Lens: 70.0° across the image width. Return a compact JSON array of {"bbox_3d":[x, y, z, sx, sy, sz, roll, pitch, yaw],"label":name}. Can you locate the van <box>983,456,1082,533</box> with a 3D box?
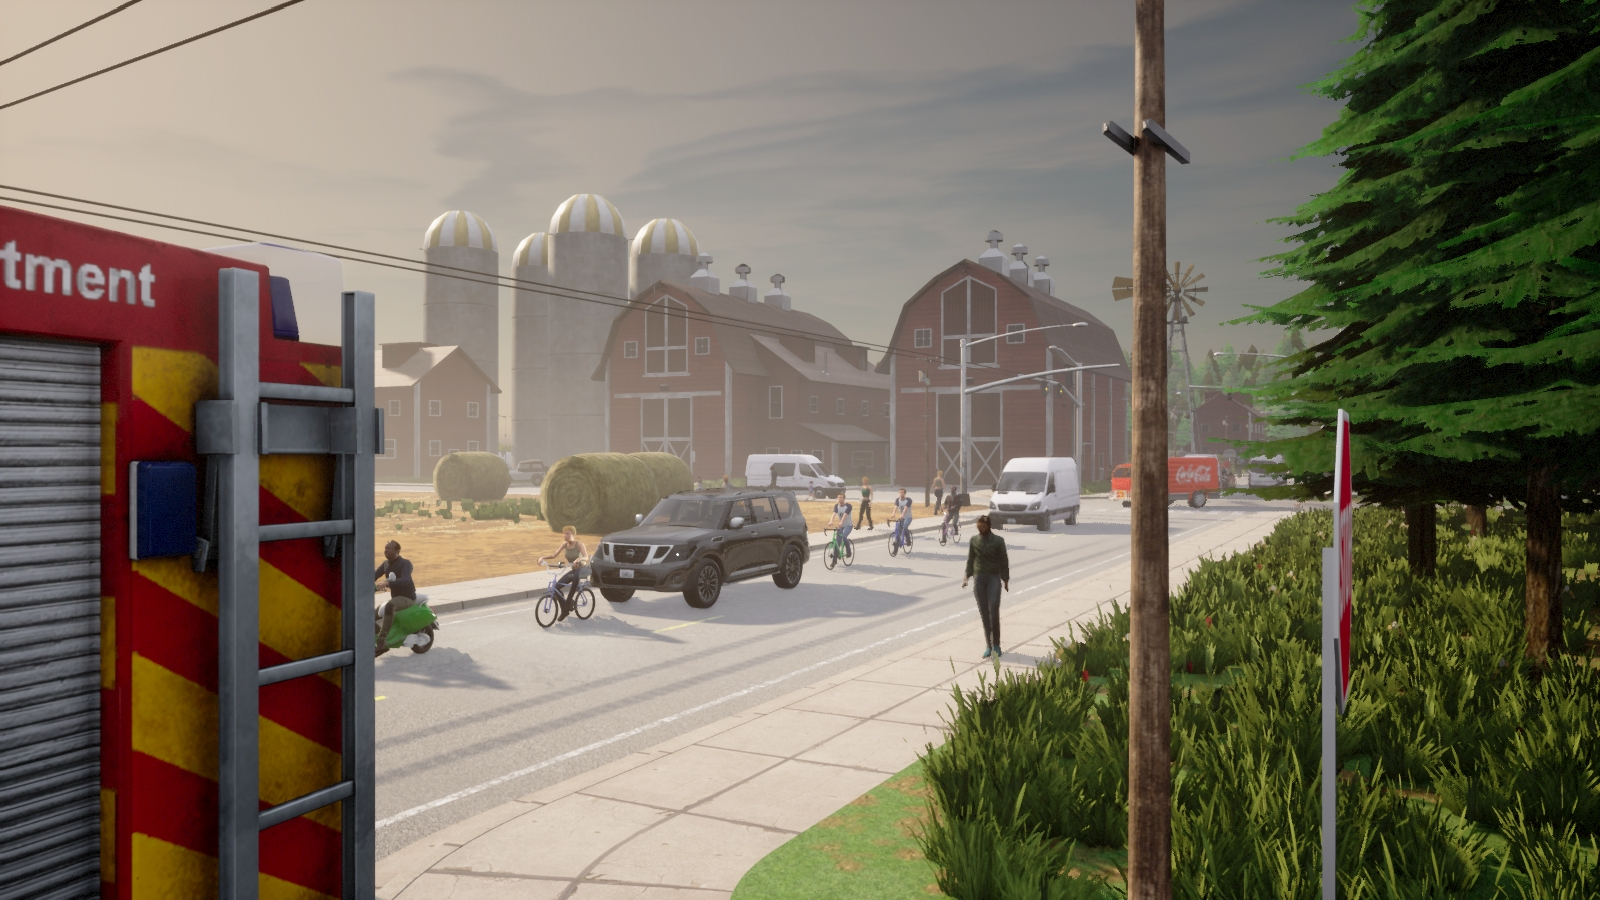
[{"bbox_3d":[8.615,1.534,41.883,1.988,2.561,5.915,0,0,28],"label":"van"}]

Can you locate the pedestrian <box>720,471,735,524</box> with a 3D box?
[{"bbox_3d":[-2.571,1.677,40.479,0.375,1.860,0.375,0,0,32],"label":"pedestrian"}]

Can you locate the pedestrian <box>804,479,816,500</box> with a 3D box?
[{"bbox_3d":[0.521,2.049,59.118,0.500,1.100,0.500,0,0,12],"label":"pedestrian"}]

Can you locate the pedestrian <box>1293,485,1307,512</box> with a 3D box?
[{"bbox_3d":[21.409,2.068,48.888,0.500,1.100,0.500,0,0,17],"label":"pedestrian"}]

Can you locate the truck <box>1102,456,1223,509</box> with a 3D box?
[{"bbox_3d":[17.677,1.551,55.780,5.204,2.467,2.627,0,-1,-25],"label":"truck"}]

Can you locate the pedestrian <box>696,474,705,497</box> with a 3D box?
[{"bbox_3d":[-5.489,1.951,62.977,0.375,1.300,0.375,0,0,23],"label":"pedestrian"}]

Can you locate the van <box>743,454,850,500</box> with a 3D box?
[{"bbox_3d":[-0.220,1.504,65.696,5.915,2.561,1.988,0,0,27],"label":"van"}]

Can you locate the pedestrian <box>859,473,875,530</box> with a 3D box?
[{"bbox_3d":[2.192,1.695,37.572,0.375,1.860,0.375,0,0,42],"label":"pedestrian"}]

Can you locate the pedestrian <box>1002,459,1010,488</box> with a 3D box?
[{"bbox_3d":[13.660,1.551,75.723,0.375,1.860,0.375,0,0,-10],"label":"pedestrian"}]

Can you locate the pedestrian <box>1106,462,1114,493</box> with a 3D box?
[{"bbox_3d":[19.036,1.695,70.190,0.375,1.860,0.375,0,0,30],"label":"pedestrian"}]

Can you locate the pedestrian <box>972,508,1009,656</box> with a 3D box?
[{"bbox_3d":[2.468,1.696,14.795,0.375,1.860,0.375,0,0,28],"label":"pedestrian"}]

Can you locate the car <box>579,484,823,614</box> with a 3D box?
[{"bbox_3d":[-1.733,1.779,22.472,2.150,2.045,5.566,0,0,27],"label":"car"}]

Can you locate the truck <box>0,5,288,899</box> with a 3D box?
[{"bbox_3d":[-6.051,0.867,3.690,8.468,3.827,2.891,0,0,21],"label":"truck"}]

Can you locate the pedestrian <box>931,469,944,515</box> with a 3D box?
[{"bbox_3d":[5.598,1.694,46.447,0.375,1.860,0.375,0,0,40],"label":"pedestrian"}]

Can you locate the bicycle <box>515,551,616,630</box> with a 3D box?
[{"bbox_3d":[-3.808,2.256,18.627,0.859,1.080,1.487,0,0,28],"label":"bicycle"}]

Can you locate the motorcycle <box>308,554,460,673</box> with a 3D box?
[{"bbox_3d":[-5.549,2.142,15.359,0.856,1.316,1.805,0,0,28],"label":"motorcycle"}]

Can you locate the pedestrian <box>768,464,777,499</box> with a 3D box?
[{"bbox_3d":[-1.446,1.670,60.549,0.375,1.860,0.375,0,0,26],"label":"pedestrian"}]
